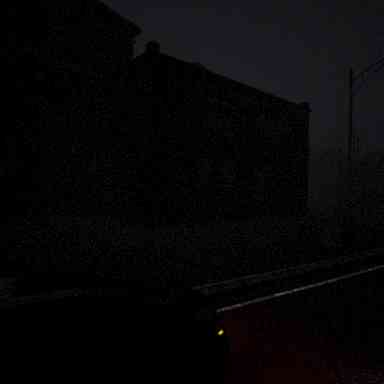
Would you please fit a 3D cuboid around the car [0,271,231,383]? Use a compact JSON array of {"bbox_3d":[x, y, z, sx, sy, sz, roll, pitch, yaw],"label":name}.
[{"bbox_3d":[-1.727,1.526,2.811,4.674,1.442,1.812,0,0,-36],"label":"car"}]
